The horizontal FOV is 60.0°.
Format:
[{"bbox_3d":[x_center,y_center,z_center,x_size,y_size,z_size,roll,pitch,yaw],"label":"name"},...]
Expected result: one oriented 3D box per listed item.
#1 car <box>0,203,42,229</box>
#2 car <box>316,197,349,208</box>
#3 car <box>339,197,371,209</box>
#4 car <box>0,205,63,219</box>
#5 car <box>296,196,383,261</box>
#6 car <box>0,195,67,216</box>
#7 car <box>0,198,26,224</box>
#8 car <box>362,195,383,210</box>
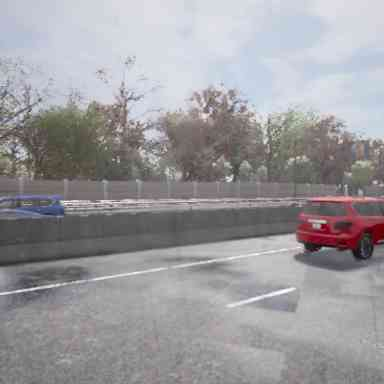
[{"bbox_3d":[-12.320,1.502,21.001,4.892,1.490,1.837,0,0,-36],"label":"car"},{"bbox_3d":[20.605,1.466,48.748,4.902,1.511,2.128,0,0,-35],"label":"car"},{"bbox_3d":[22.453,1.481,45.770,4.892,1.490,1.837,1,0,-35],"label":"car"},{"bbox_3d":[-8.620,1.524,15.057,4.674,1.442,1.812,0,0,-35],"label":"car"},{"bbox_3d":[6.302,1.211,12.542,5.566,2.045,2.150,0,0,-36],"label":"car"},{"bbox_3d":[-9.885,1.219,18.440,5.566,2.045,2.150,0,0,-36],"label":"car"},{"bbox_3d":[-14.522,1.350,23.687,4.553,1.767,2.097,0,0,-36],"label":"car"},{"bbox_3d":[24.003,1.326,42.587,4.553,1.767,2.097,0,0,-35],"label":"car"}]
